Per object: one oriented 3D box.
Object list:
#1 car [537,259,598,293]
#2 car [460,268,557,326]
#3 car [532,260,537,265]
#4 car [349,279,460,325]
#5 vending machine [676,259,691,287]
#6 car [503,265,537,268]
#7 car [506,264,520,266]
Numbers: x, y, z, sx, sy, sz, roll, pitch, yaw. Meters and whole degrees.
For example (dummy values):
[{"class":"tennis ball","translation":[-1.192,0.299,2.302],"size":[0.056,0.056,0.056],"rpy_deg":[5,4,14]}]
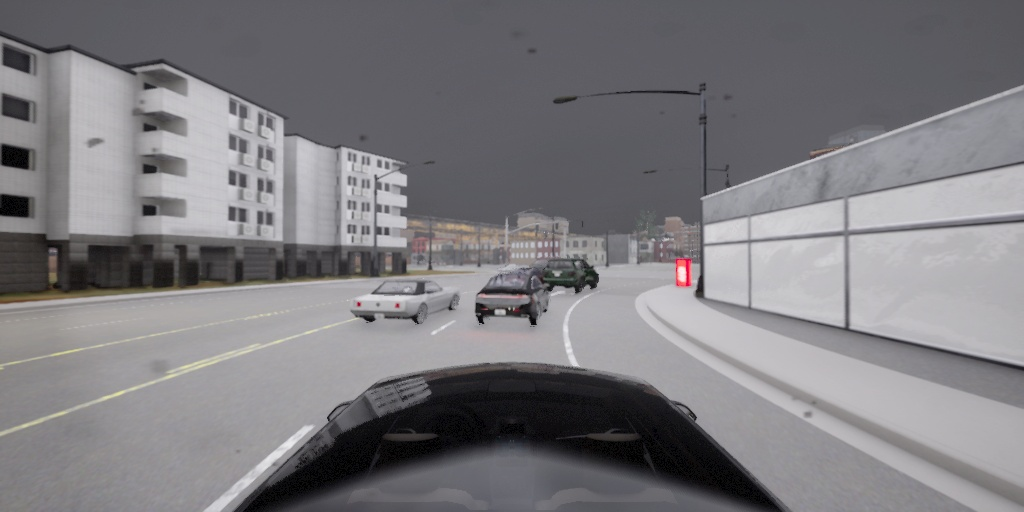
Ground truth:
[{"class":"car","translation":[3.836,1.177,22.856],"size":[2.150,2.045,5.566],"rpy_deg":[0,0,28]},{"class":"car","translation":[0.168,1.342,12.141],"size":[2.128,1.511,4.902],"rpy_deg":[0,0,12]},{"class":"car","translation":[3.717,1.351,41.045],"size":[2.150,2.045,5.566],"rpy_deg":[0,-1,38]},{"class":"car","translation":[-3.356,1.452,12.425],"size":[1.895,1.301,4.718],"rpy_deg":[0,-1,11]},{"class":"vending machine","translation":[11.763,1.166,24.591],"size":[1.100,2.100,0.880],"rpy_deg":[0,0,36]},{"class":"car","translation":[1.183,1.538,25.194],"size":[1.994,1.385,4.181],"rpy_deg":[0,-1,30]},{"class":"car","translation":[0.104,1.659,42.110],"size":[1.812,1.442,4.674],"rpy_deg":[0,-1,38]}]
